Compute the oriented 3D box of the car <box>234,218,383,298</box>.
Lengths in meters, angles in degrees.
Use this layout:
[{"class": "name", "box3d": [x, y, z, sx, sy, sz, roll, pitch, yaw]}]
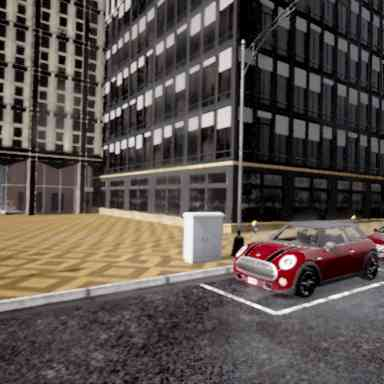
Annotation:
[{"class": "car", "box3d": [3.022, 1.514, 8.675, 4.097, 1.590, 1.967, 1, 1, -35]}]
